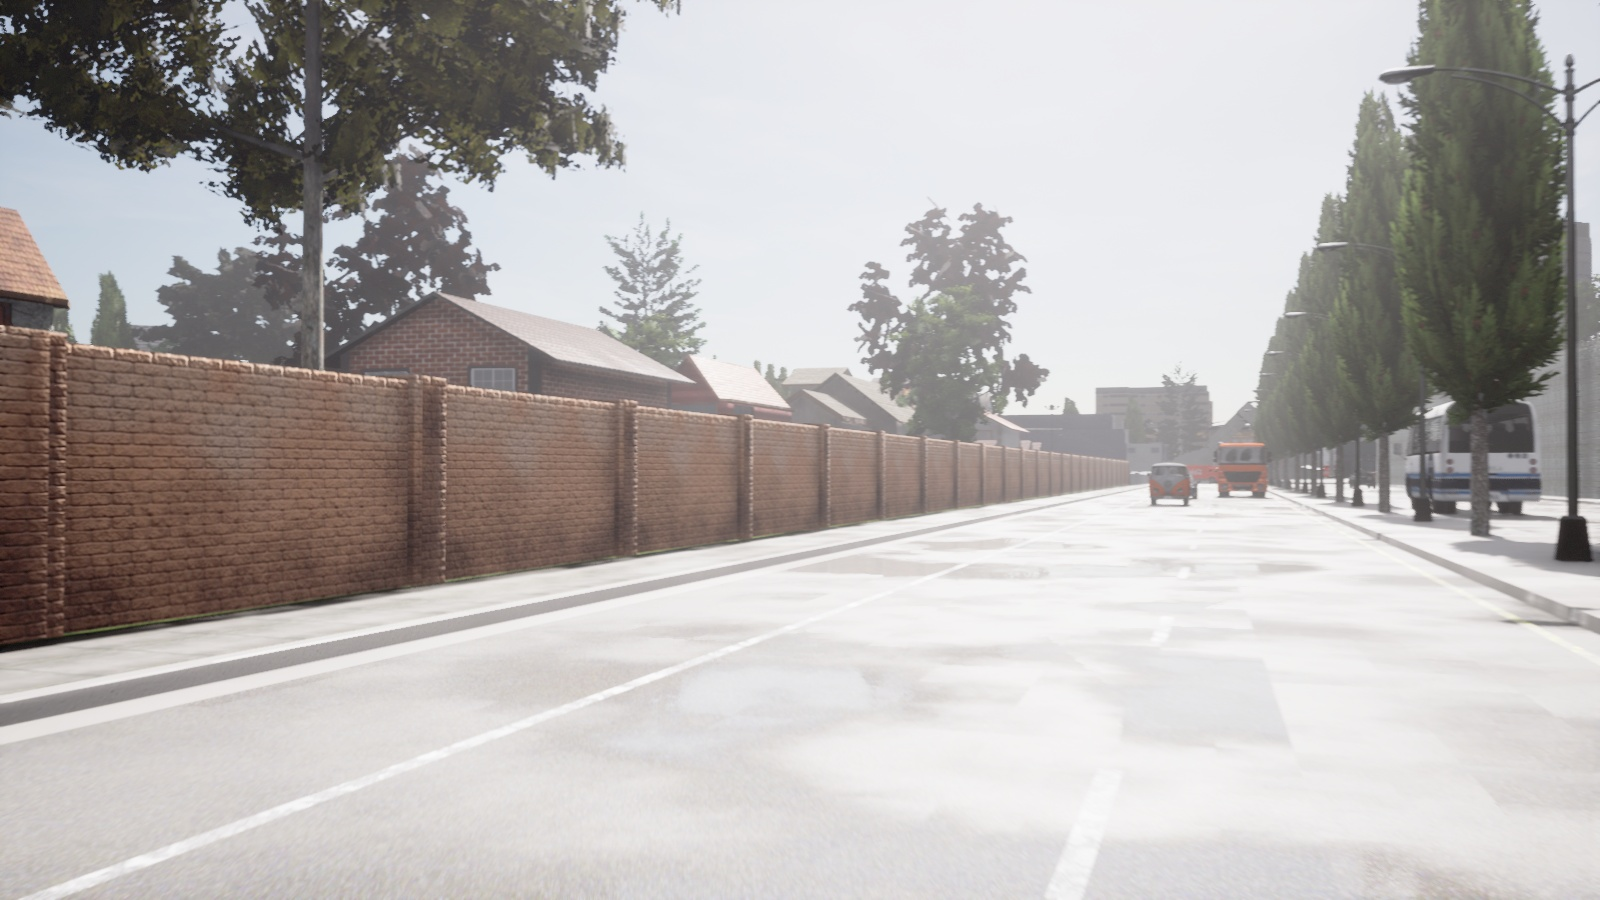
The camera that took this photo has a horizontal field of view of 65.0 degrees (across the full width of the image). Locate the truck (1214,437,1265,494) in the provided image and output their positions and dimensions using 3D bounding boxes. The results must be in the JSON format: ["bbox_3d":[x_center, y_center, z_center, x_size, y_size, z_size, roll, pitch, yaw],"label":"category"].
[{"bbox_3d":[27.916,1.012,80.009,2.891,3.462,7.936,-1,-1,18],"label":"truck"}]

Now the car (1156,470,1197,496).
[{"bbox_3d":[22.117,1.921,73.646,2.163,1.488,4.792,-1,-1,18],"label":"car"}]

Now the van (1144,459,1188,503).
[{"bbox_3d":[17.210,1.456,58.942,1.775,1.987,4.442,-1,-1,18],"label":"van"}]

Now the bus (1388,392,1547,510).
[{"bbox_3d":[26.502,0.129,50.495,3.944,4.253,10.273,-1,-1,18],"label":"bus"}]
